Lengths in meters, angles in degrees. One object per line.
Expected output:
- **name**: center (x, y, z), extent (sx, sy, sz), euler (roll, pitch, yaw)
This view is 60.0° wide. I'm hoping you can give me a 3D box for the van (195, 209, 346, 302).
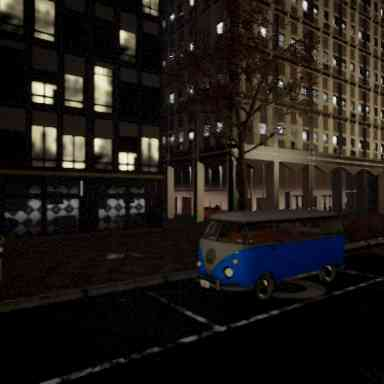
- **van**: center (1.978, 1.338, 7.971), extent (3.998, 1.788, 1.690), euler (0, 0, -36)
